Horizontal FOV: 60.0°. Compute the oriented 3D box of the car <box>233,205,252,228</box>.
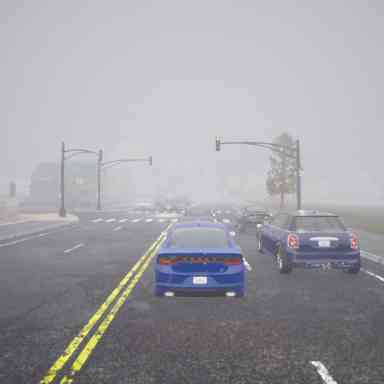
[{"bbox_3d":[3.613,1.520,19.873,1.837,1.490,4.892,0,0,1],"label":"car"}]

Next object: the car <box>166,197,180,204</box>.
[{"bbox_3d":[-3.870,1.681,68.335,2.033,1.411,5.357,0,0,4],"label":"car"}]

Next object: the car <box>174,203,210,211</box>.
[{"bbox_3d":[0.322,1.563,18.441,2.033,1.411,5.357,0,0,1],"label":"car"}]

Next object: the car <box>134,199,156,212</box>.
[{"bbox_3d":[-5.647,1.584,40.317,1.812,1.442,4.674,0,0,3],"label":"car"}]

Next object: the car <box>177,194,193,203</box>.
[{"bbox_3d":[-1.526,1.316,56.032,2.150,2.045,5.566,0,0,5],"label":"car"}]

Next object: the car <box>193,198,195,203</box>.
[{"bbox_3d":[-0.533,1.733,69.285,1.895,1.301,4.718,0,0,4],"label":"car"}]

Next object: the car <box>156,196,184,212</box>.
[{"bbox_3d":[-2.453,1.544,38.860,2.128,1.511,4.902,0,0,3],"label":"car"}]

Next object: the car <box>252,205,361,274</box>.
[{"bbox_3d":[3.448,1.358,10.721,2.097,1.767,4.553,0,0,1],"label":"car"}]

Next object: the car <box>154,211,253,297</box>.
[{"bbox_3d":[0.167,1.483,8.628,1.882,1.535,5.008,0,0,0],"label":"car"}]
